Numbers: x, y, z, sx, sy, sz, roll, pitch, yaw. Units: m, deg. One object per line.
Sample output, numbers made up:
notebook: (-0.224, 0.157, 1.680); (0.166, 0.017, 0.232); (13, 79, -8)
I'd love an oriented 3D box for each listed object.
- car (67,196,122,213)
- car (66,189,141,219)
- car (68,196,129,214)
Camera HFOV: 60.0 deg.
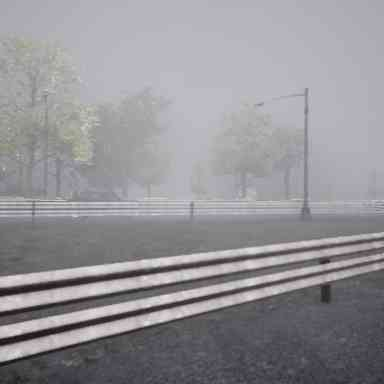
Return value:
car: (-9.546, 1.171, 32.444); (4.902, 1.511, 2.128); (1, -1, -22)
car: (-6.852, 0.840, 25.985); (5.566, 2.045, 2.150); (1, -1, -22)
car: (-8.211, 1.131, 29.209); (4.892, 1.490, 1.837); (1, -1, -22)
